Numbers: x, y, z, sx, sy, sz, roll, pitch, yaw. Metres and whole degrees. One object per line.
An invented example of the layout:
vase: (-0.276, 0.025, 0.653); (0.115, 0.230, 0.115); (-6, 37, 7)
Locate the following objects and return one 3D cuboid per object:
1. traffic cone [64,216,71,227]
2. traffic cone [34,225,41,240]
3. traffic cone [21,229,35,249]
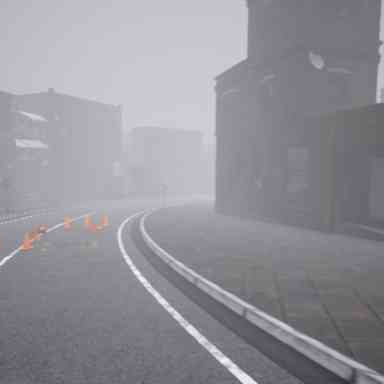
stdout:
traffic cone: (-6.726, 1.578, 18.001); (0.340, 0.580, 0.340); (-1, 1, -18)
traffic cone: (-6.527, 1.682, 13.894); (0.340, 0.580, 0.340); (-1, 2, -17)
traffic cone: (-5.951, 1.727, 11.980); (0.340, 0.580, 0.340); (-1, 2, -17)
